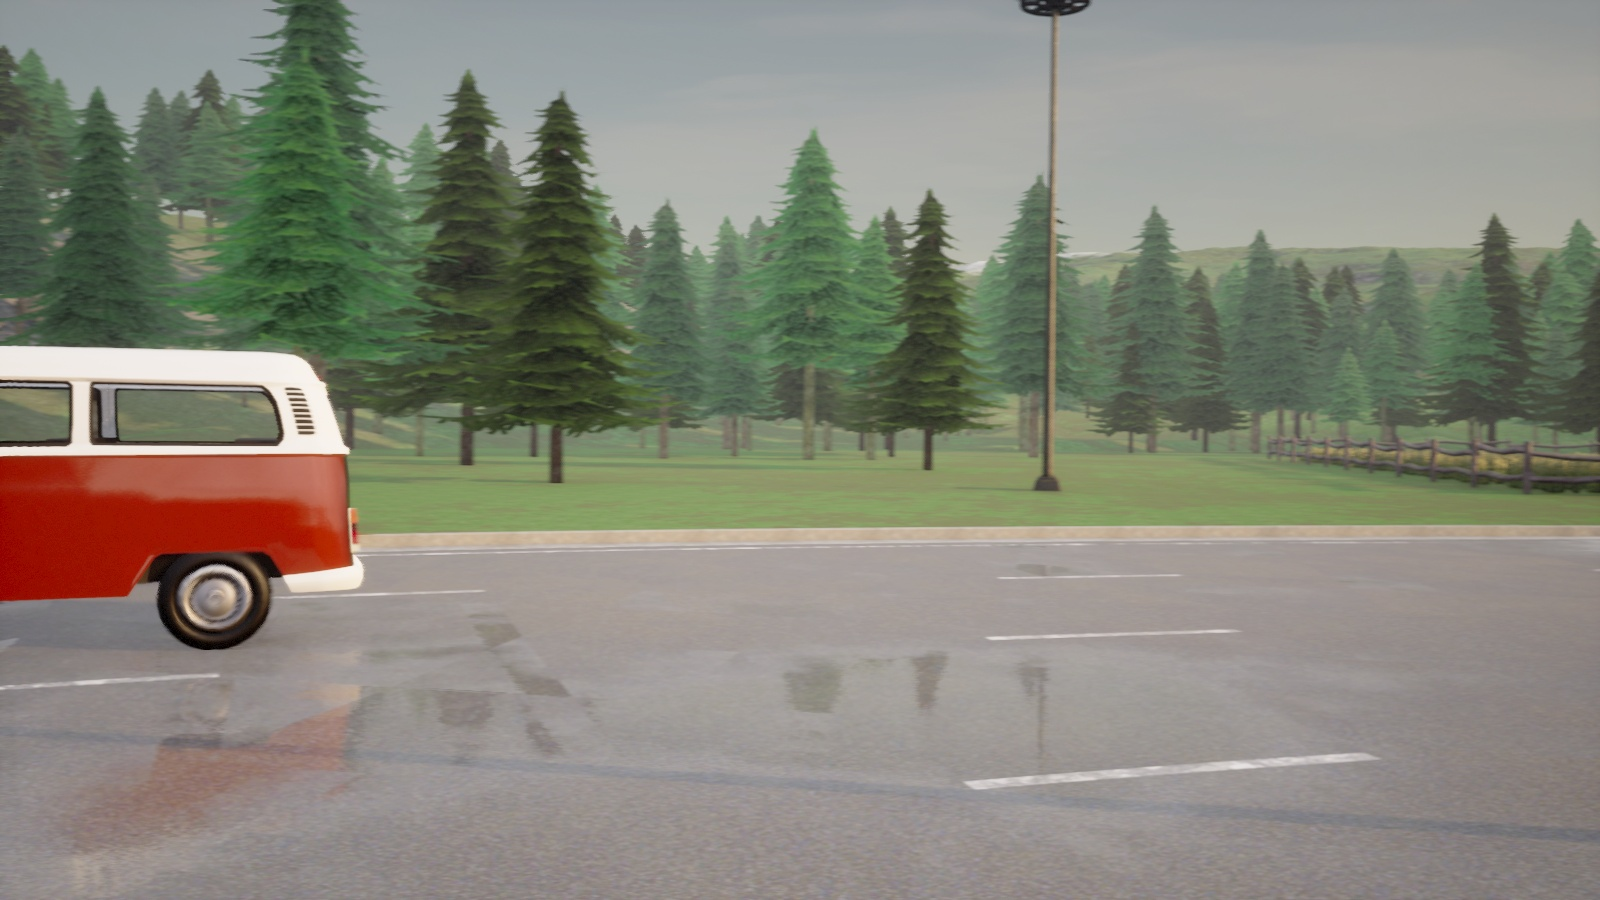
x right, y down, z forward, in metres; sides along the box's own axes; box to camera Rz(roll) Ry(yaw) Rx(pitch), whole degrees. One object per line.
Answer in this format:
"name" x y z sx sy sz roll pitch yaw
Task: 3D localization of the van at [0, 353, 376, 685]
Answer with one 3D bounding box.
"van" -5.376 0.415 8.633 4.480 2.038 2.069 -1 1 -23
